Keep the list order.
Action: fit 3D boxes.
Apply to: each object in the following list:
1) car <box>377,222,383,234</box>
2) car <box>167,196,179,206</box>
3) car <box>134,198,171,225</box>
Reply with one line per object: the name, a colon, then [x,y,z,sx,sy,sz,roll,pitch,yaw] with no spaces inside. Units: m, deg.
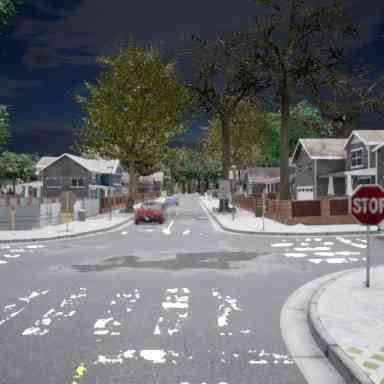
car: [10.292,1.143,13.725,4.902,1.511,2.128,-2,0,0]
car: [-2.845,1.281,48.260,1.812,1.442,4.674,0,1,0]
car: [-2.797,1.421,23.321,1.882,1.535,5.008,0,1,0]
